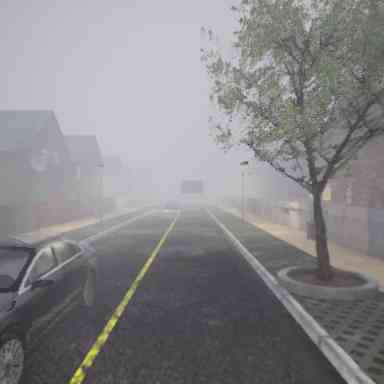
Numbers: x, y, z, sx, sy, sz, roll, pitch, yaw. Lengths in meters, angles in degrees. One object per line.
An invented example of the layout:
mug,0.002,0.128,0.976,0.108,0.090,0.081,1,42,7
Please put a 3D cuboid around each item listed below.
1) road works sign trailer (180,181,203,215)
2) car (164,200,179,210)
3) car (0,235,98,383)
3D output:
road works sign trailer,-0.004,0.552,34.733,2.380,3.560,2.880,0,0,0
car,-2.849,1.748,46.507,1.895,1.301,4.718,0,0,0
car,-2.852,1.494,5.019,2.128,1.511,4.902,0,0,0
